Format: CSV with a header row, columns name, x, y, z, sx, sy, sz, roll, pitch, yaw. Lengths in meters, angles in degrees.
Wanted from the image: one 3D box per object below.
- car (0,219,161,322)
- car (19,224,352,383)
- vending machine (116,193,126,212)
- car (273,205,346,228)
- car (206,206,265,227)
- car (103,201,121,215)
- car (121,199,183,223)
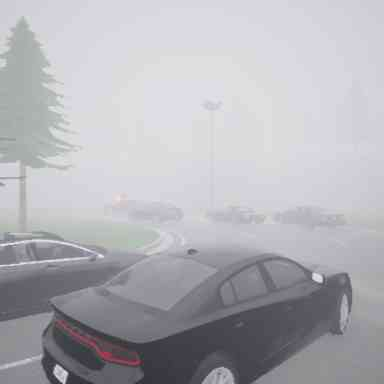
name,x,y,z,sx,sy,sz,roll,pitch,yaw
car,-2.953,1.493,6.198,4.902,1.511,2.128,0,0,-42
car,0.580,1.482,4.733,5.008,1.535,1.882,0,0,-45
vending machine,-8.143,1.222,38.080,0.880,2.100,1.100,0,0,4
car,7.413,1.571,21.612,2.033,1.411,5.357,0,0,-18
car,2.869,1.623,23.173,1.895,1.301,4.718,0,0,-28
car,-6.559,1.529,33.591,4.892,1.490,1.837,0,-1,13
car,-2.787,1.510,24.517,4.902,1.511,2.128,0,-1,45
